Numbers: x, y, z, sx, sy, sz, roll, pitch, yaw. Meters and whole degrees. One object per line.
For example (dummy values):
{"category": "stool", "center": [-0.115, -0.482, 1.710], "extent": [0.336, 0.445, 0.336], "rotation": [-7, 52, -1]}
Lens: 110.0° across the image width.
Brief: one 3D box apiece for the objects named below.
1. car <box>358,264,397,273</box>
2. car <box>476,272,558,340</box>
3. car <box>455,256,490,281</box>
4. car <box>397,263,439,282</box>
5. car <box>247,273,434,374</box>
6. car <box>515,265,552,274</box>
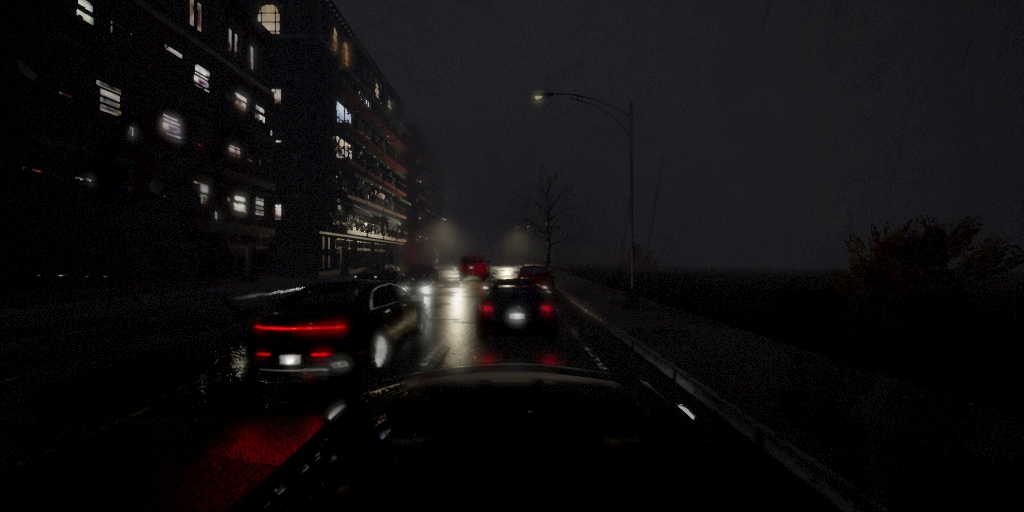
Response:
{"category": "car", "center": [-9.826, 1.300, 26.596], "extent": [2.033, 1.411, 5.357], "rotation": [0, 0, 0]}
{"category": "car", "center": [0.109, 1.315, 10.010], "extent": [1.994, 1.385, 4.181], "rotation": [0, 0, 0]}
{"category": "car", "center": [-3.122, 0.977, 30.358], "extent": [2.150, 2.045, 5.566], "rotation": [0, 0, 0]}
{"category": "car", "center": [-6.591, 1.278, 26.235], "extent": [1.812, 1.442, 4.674], "rotation": [0, 0, 0]}
{"category": "car", "center": [-3.147, 1.253, 7.515], "extent": [1.837, 1.490, 4.892], "rotation": [0, -1, 0]}
{"category": "car", "center": [1.152, 1.230, 18.930], "extent": [1.882, 1.535, 5.008], "rotation": [0, 0, 0]}
